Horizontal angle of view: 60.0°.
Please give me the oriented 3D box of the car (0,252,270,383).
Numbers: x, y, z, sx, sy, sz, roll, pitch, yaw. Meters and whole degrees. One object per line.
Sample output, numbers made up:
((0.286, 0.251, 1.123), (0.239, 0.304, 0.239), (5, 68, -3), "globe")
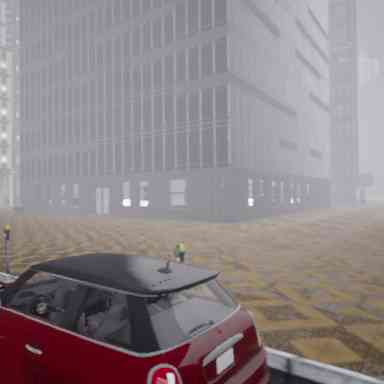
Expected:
((-1.294, 1.463, 3.961), (4.097, 1.590, 1.967), (0, -1, 36), "car")
